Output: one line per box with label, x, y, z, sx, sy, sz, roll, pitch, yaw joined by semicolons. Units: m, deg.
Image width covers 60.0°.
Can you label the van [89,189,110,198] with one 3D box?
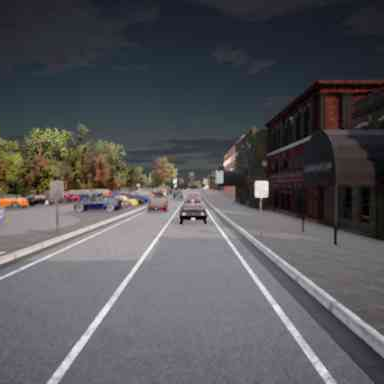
van;-21.837;0.390;78.851;4.442;1.987;1.878;0;1;0

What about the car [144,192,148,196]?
car;-9.338;1.120;47.746;5.008;1.535;2.097;0;0;0

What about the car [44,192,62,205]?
car;-21.917;1.120;47.778;4.892;1.521;2.231;0;0;0

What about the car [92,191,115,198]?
car;-21.711;0.552;81.552;5.008;1.535;2.097;0;1;0

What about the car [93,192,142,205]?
car;-9.550;1.150;42.096;5.366;1.575;1.946;0;0;0

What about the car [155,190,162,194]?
car;-9.213;0.881;67.545;5.008;1.535;2.097;0;1;0

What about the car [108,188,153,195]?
car;-9.288;0.852;50.571;5.566;2.045;2.435;0;0;0

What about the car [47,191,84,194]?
car;-21.832;0.819;56.122;5.566;2.045;2.435;0;0;0

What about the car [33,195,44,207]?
car;-21.939;1.152;42.006;5.008;1.535;2.097;0;0;0

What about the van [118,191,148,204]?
van;-9.416;0.861;53.397;4.442;1.987;1.878;0;0;0

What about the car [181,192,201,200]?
car;0.094;1.087;41.171;2.097;1.767;4.553;0;0;0

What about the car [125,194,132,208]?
car;-9.400;1.226;36.444;4.674;1.452;2.002;0;0;0

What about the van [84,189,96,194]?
van;-21.688;0.722;64.732;4.442;1.987;1.878;0;1;0

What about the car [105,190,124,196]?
car;-21.669;0.314;92.968;4.792;1.488;2.163;0;1;0

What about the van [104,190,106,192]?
van;-21.873;0.523;73.202;4.442;1.987;1.878;0;1;0

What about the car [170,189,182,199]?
car;-3.099;0.472;73.887;2.150;2.045;5.566;0;1;0

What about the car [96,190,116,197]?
car;-21.720;0.361;84.372;4.553;1.767;2.185;0;1;0

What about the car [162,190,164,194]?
car;-9.188;0.788;73.196;4.674;1.452;2.002;0;1;0

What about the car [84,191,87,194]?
car;-21.838;1.050;58.959;5.008;1.535;2.097;0;0;0

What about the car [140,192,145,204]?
car;-9.343;1.136;44.921;5.008;1.535;2.097;0;0;0

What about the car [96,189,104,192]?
car;-21.742;0.692;70.258;4.553;1.767;2.185;0;1;0

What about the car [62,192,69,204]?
car;-21.864;1.132;50.476;4.792;1.488;2.163;0;0;0

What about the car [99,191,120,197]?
car;-21.668;0.420;87.197;5.008;1.535;2.097;0;1;0

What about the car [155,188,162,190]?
car;-9.233;0.689;70.368;4.553;1.767;2.185;0;1;0

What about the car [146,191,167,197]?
car;-9.290;0.414;87.321;5.366;1.575;1.946;0;1;0

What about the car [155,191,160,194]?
car;-9.232;0.987;64.722;4.674;1.452;2.002;0;1;0

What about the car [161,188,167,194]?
car;-9.197;0.431;76.014;5.566;2.045;2.435;0;1;0

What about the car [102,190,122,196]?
car;-21.661;0.354;90.020;5.008;1.535;2.097;0;1;0

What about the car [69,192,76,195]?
car;-21.847;1.116;53.300;4.792;1.488;2.163;0;0;0

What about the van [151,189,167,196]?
van;-9.188;0.059;92.965;4.442;1.987;1.878;0;1;0

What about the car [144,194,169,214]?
car;-3.356;1.284;33.602;1.882;1.535;5.008;0;1;0

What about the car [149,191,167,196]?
car;-9.085;0.391;90.145;4.674;1.452;2.002;0;1;0

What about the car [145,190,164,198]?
car;-9.168;0.424;81.667;4.553;1.767;2.185;0;1;0

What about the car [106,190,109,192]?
car;-21.745;0.683;76.031;4.892;1.521;2.231;0;1;0

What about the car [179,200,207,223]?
car;0.090;1.480;24.212;1.895;1.301;4.718;0;0;0

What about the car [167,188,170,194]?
car;-8.935;0.480;84.494;5.366;1.575;1.946;0;1;0

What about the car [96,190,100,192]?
car;-21.821;0.910;67.565;4.792;1.488;2.163;0;1;0

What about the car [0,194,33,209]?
car;-21.929;1.043;39.306;4.553;1.767;2.185;0;0;0

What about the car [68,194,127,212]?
car;-9.443;1.232;33.618;4.792;1.488;2.163;0;0;0

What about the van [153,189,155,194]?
van;-9.384;0.825;58.927;4.442;1.987;1.878;0;1;0

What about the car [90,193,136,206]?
car;-9.384;1.209;39.270;4.674;1.452;2.002;0;0;0
